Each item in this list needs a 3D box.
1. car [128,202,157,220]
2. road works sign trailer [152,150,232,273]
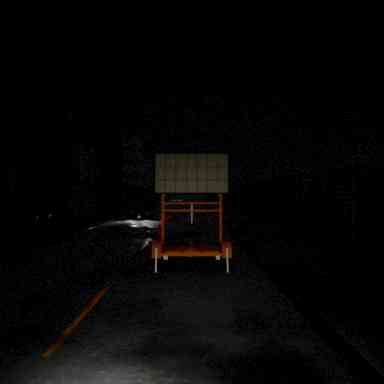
[{"bbox_3d":[-4.117,1.547,28.489,2.033,1.411,5.357,0,0,0],"label":"car"},{"bbox_3d":[-0.007,0.464,10.646,2.380,3.560,2.880,0,0,0],"label":"road works sign trailer"}]
